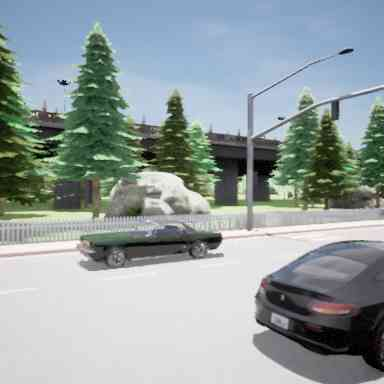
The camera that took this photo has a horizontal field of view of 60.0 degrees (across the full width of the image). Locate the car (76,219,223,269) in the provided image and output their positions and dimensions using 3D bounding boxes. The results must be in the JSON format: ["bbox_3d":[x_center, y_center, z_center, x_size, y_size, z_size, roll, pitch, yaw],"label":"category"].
[{"bbox_3d":[-1.357,1.622,11.269,4.718,1.301,1.895,0,0,-31],"label":"car"}]

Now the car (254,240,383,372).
[{"bbox_3d":[3.149,1.556,5.607,4.674,1.442,1.812,0,0,-31],"label":"car"}]
